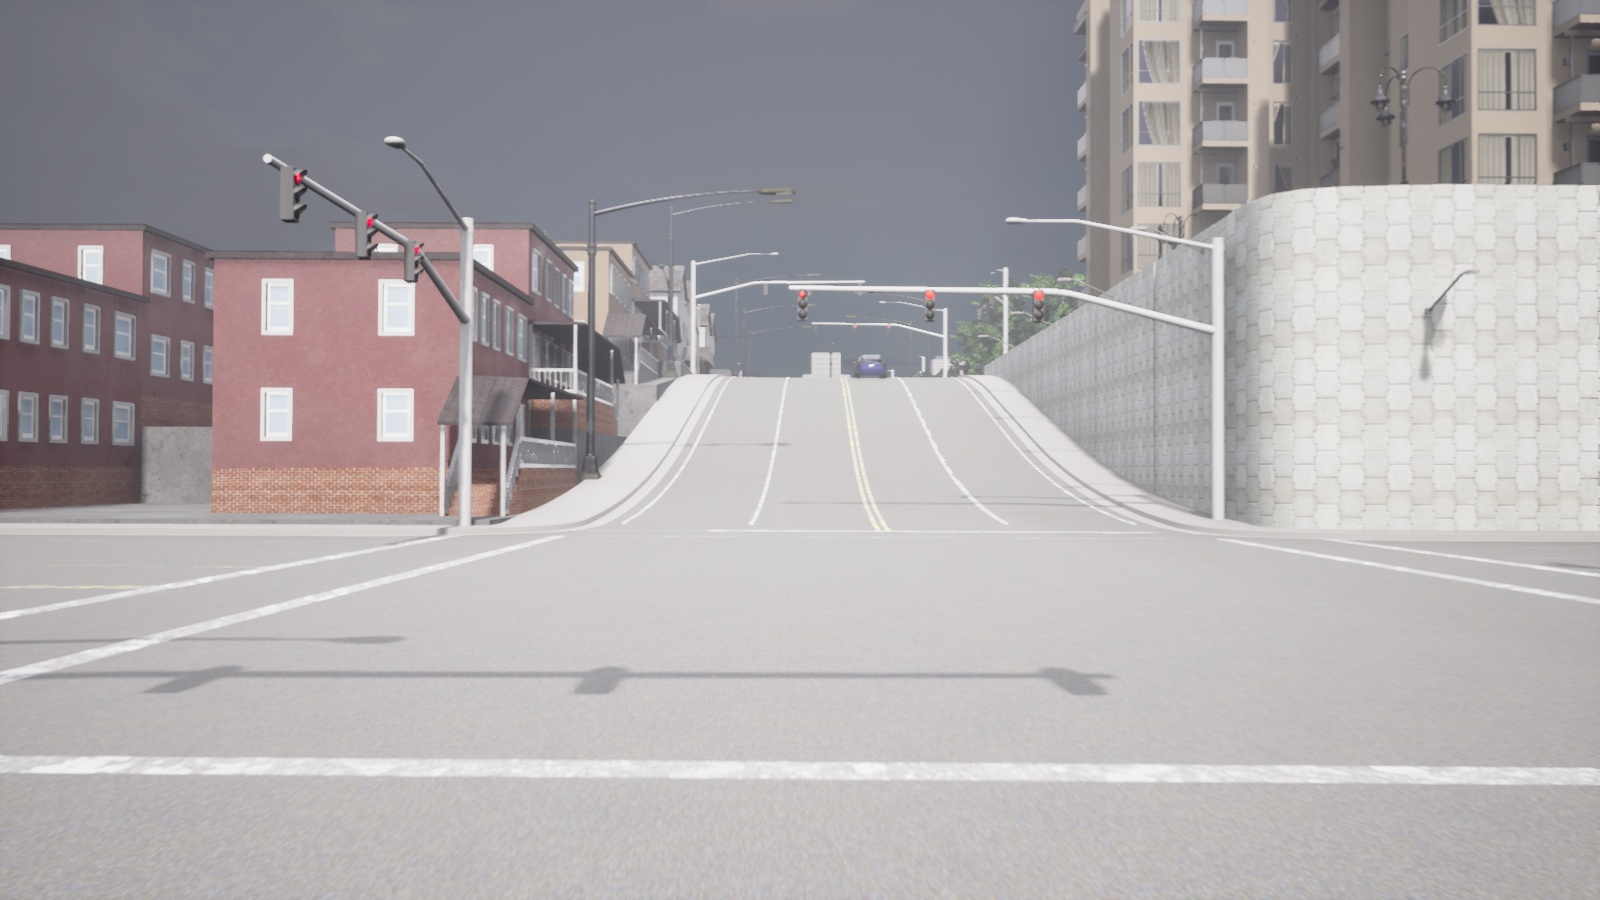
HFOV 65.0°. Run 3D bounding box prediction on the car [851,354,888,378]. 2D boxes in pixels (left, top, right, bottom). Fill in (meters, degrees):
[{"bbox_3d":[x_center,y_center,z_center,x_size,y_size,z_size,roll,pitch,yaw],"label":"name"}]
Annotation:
[{"bbox_3d":[4.397,-5.371,80.609,2.163,1.488,4.792,0,3,1],"label":"car"}]
